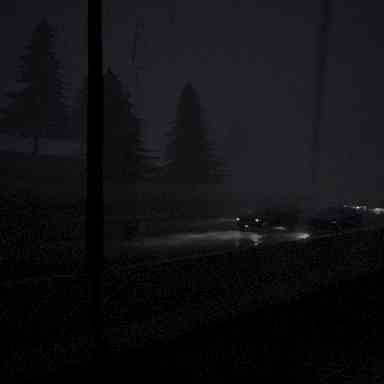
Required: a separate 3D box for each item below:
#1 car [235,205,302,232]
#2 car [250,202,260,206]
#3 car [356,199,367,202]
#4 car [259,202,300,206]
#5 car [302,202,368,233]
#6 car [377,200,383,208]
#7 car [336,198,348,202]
[{"bbox_3d":[4.942,1.770,21.708,4.718,1.301,1.895,0,-1,-43],"label":"car"},{"bbox_3d":[7.189,1.755,33.772,2.128,1.511,4.902,-1,-1,43],"label":"car"},{"bbox_3d":[31.807,2.000,62.447,1.994,1.385,4.181,0,-1,28],"label":"car"},{"bbox_3d":[8.389,1.736,29.973,1.837,1.490,4.892,0,-1,44],"label":"car"},{"bbox_3d":[9.018,1.632,20.772,5.008,1.535,1.882,0,-1,-44],"label":"car"},{"bbox_3d":[31.300,1.989,54.217,1.895,1.301,4.718,0,-1,31],"label":"car"},{"bbox_3d":[30.345,1.962,67.388,1.837,1.490,4.892,0,-1,26],"label":"car"}]
